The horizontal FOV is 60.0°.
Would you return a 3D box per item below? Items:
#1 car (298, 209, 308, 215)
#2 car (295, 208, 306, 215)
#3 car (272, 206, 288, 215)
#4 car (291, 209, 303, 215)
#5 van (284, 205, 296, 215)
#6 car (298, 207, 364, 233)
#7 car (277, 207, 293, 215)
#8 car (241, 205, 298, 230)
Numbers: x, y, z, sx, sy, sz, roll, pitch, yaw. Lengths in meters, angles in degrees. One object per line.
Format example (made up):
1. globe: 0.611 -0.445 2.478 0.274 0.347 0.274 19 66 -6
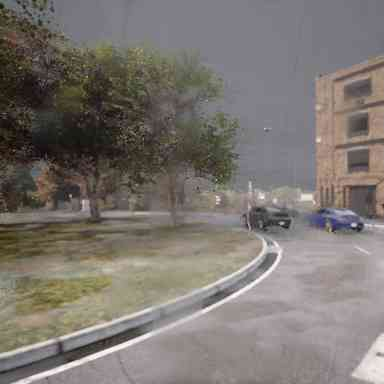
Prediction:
1. car: 29.683 5.353 88.849 2.185 1.767 4.553 -1 -4 25
2. car: 27.339 4.992 83.858 2.185 1.767 4.553 -1 -4 25
3. car: 15.622 3.348 58.855 2.002 1.452 4.674 1 -3 25
4. car: 24.952 4.789 78.769 2.002 1.452 4.674 -1 -4 25
5. van: 20.321 3.809 68.913 1.878 1.987 4.442 -1 -4 25
6. car: 8.599 1.664 20.483 1.812 1.442 4.674 0 -1 -7
7. car: 17.938 3.697 63.827 2.163 1.488 4.792 -1 -4 25
8. car: 4.902 1.691 22.618 1.837 1.490 4.892 1 -1 -14
